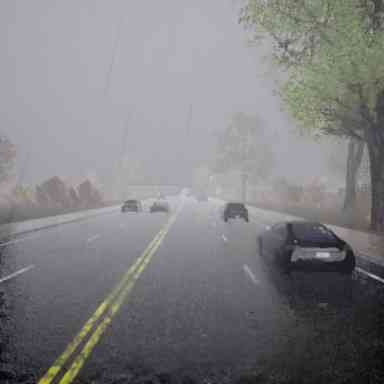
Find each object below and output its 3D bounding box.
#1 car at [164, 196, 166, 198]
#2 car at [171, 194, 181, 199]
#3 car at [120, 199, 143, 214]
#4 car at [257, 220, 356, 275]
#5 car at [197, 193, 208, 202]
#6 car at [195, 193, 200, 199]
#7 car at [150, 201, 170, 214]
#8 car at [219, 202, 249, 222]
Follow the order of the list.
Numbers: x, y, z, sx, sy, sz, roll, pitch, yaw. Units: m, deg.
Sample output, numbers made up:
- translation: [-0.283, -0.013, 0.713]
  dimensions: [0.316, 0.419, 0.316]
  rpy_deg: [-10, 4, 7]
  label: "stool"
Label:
- translation: [-6.922, 1.265, 77.607]
  dimensions: [1.994, 1.385, 4.181]
  rpy_deg: [0, 0, -1]
  label: "car"
- translation: [-3.667, 1.103, 77.265]
  dimensions: [2.097, 1.767, 4.553]
  rpy_deg: [0, 0, -1]
  label: "car"
- translation: [-6.650, 1.571, 36.962]
  dimensions: [1.837, 1.490, 4.892]
  rpy_deg: [0, 0, 0]
  label: "car"
- translation: [3.353, 1.585, 10.517]
  dimensions: [1.994, 1.385, 4.181]
  rpy_deg: [0, 0, 0]
  label: "car"
- translation: [2.796, 1.623, 80.086]
  dimensions: [1.812, 1.442, 4.674]
  rpy_deg: [0, 0, -1]
  label: "car"
- translation: [2.635, 1.530, 91.096]
  dimensions: [2.033, 1.649, 4.856]
  rpy_deg: [0, 0, -1]
  label: "car"
- translation: [-3.398, 1.665, 35.724]
  dimensions: [1.895, 1.301, 4.718]
  rpy_deg: [0, 0, 0]
  label: "car"
- translation: [3.330, 1.555, 26.712]
  dimensions: [1.837, 1.490, 4.892]
  rpy_deg: [0, 0, 0]
  label: "car"
